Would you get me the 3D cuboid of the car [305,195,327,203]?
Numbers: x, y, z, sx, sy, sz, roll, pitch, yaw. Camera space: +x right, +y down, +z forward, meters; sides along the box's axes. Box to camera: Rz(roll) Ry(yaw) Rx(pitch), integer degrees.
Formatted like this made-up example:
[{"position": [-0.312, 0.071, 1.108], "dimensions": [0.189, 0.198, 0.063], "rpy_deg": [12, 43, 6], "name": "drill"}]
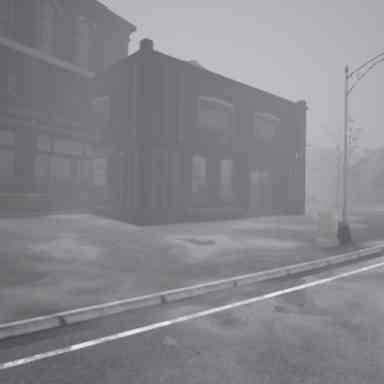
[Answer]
[{"position": [21.475, 1.205, 58.410], "dimensions": [2.128, 1.511, 4.902], "rpy_deg": [1, 0, -21], "name": "car"}]
